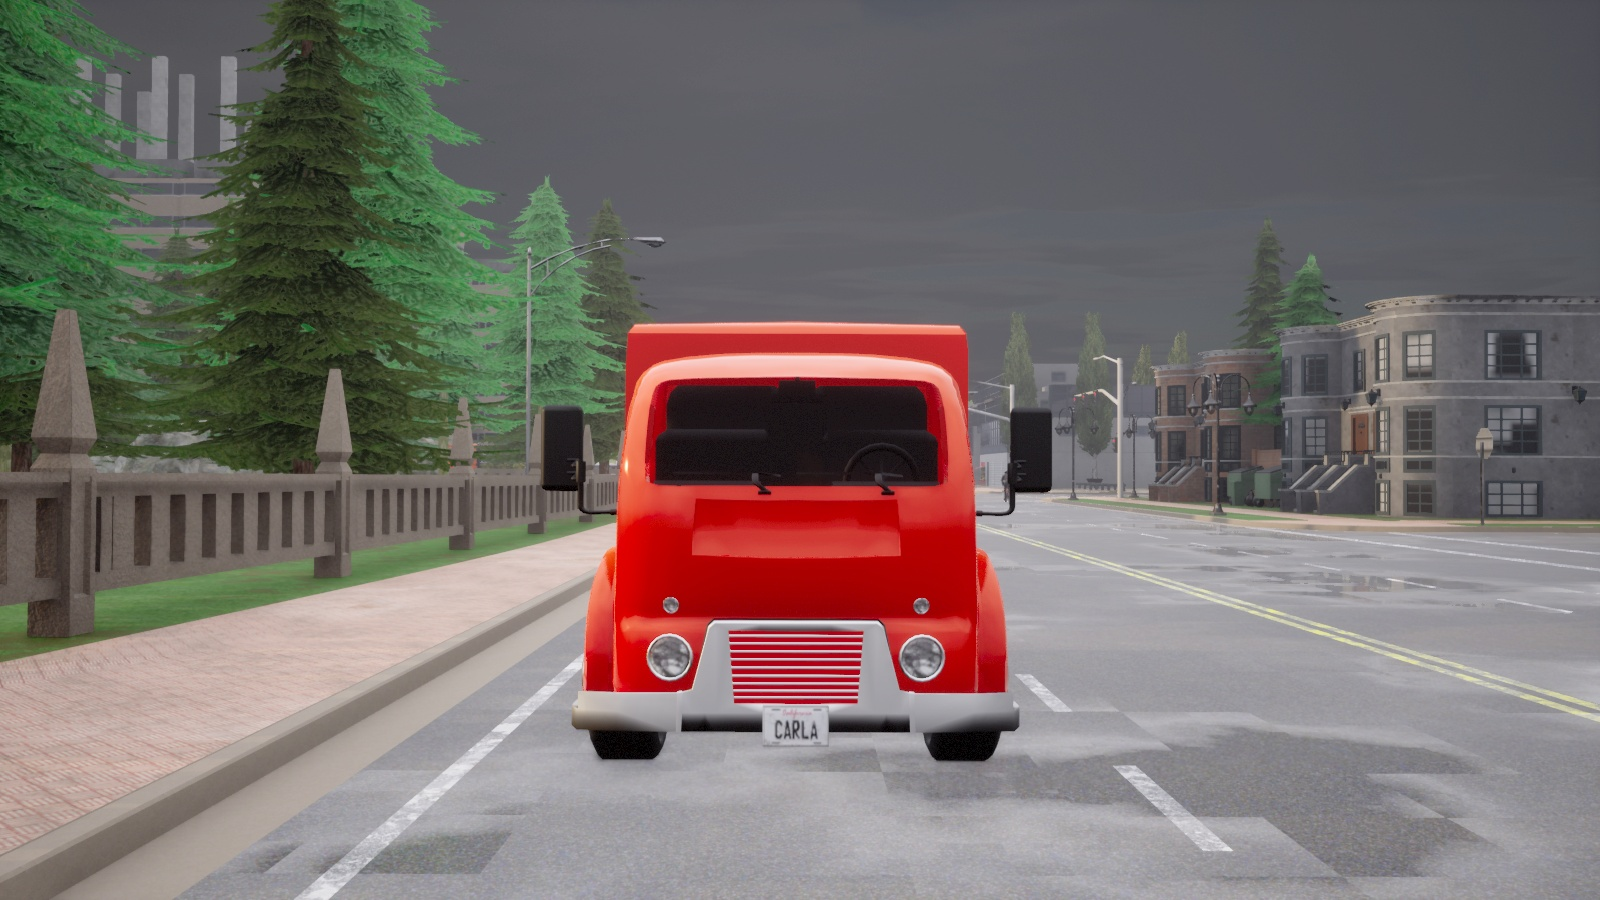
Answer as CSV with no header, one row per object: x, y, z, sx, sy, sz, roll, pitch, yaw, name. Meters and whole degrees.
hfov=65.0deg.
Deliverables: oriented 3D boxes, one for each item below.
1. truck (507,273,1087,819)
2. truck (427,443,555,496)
-0.023,0.464,8.307,2.627,2.467,5.204,0,-1,0,truck
-20.807,1.336,84.770,7.936,3.462,2.891,0,-1,14,truck
